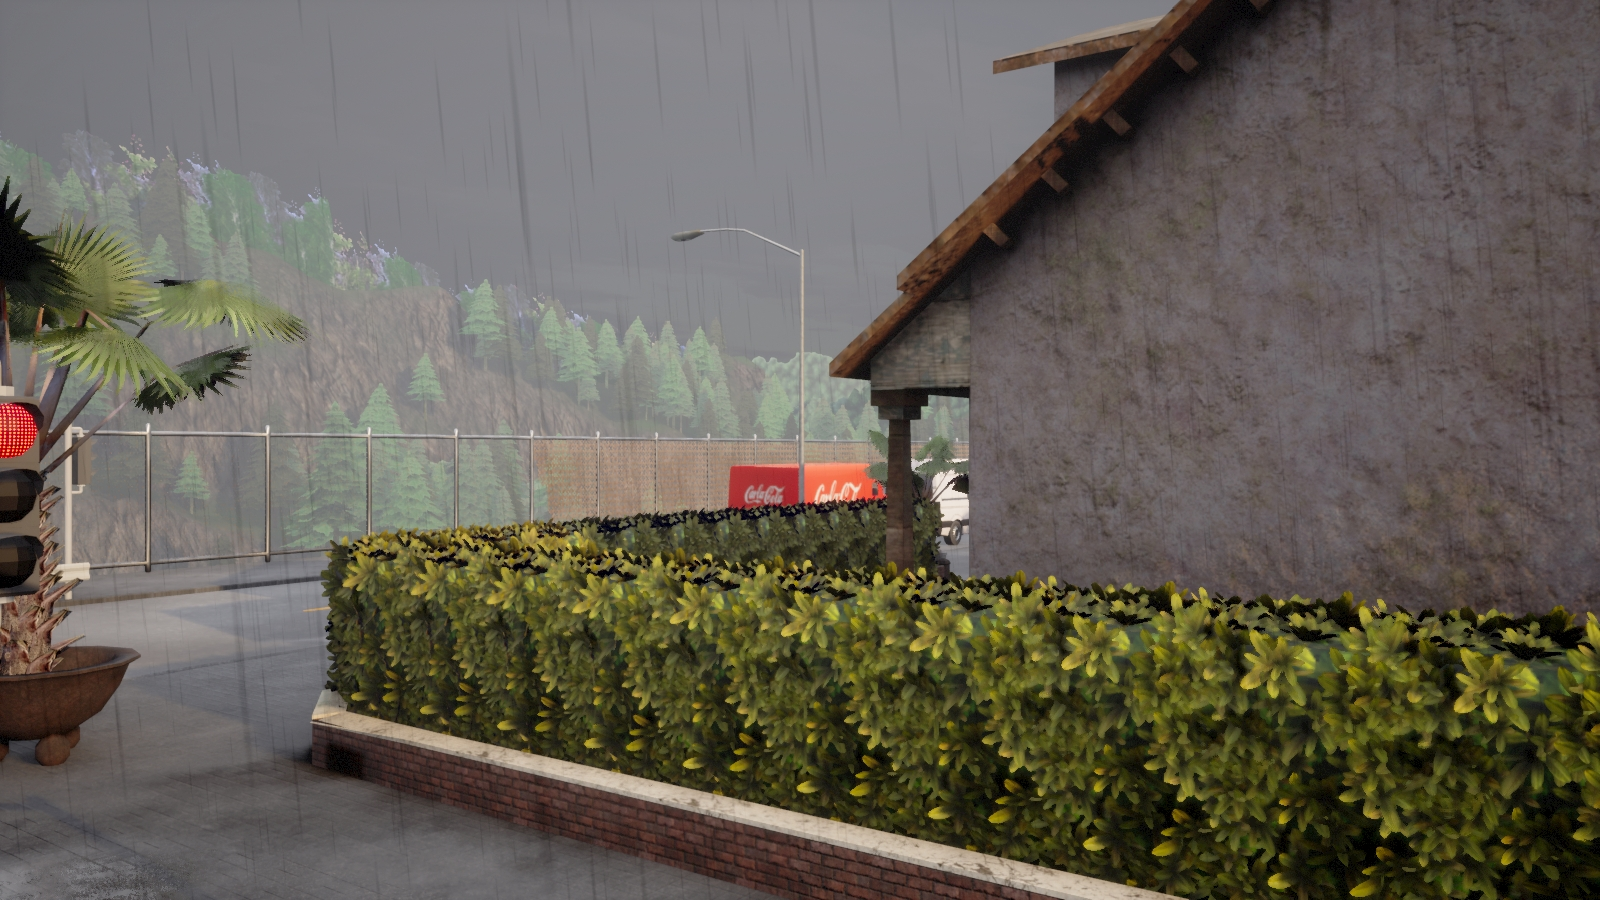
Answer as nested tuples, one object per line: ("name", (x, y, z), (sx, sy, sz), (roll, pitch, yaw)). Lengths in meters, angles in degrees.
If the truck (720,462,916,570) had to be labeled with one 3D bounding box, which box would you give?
("truck", (0.584, 1.568, 29.600), (2.627, 2.467, 5.204), (0, 0, 35))
